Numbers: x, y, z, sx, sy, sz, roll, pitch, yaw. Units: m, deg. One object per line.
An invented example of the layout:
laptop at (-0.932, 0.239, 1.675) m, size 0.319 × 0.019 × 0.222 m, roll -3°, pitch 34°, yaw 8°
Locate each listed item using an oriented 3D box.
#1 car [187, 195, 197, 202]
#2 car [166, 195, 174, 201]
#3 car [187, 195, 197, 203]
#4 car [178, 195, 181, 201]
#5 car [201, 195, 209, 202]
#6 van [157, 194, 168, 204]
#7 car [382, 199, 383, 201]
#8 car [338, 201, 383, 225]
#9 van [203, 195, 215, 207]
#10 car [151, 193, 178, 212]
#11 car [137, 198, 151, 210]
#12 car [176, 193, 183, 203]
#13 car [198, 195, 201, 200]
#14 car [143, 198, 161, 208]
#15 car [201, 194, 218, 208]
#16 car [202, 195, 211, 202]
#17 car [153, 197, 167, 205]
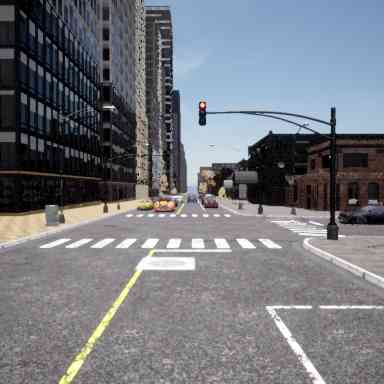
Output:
car at (0.019, 1.430, 78.857) m, size 2.128 × 1.511 × 4.902 m, roll 0°, pitch 0°, yaw 0°
car at (-5.648, 1.509, 86.909) m, size 1.752 × 1.417 × 4.829 m, roll -1°, pitch 0°, yaw 0°
car at (0.016, 1.339, 70.043) m, size 2.097 × 1.767 × 4.553 m, roll 0°, pitch 0°, yaw 0°
car at (-3.083, 1.552, 49.634) m, size 1.994 × 1.385 × 4.181 m, roll 0°, pitch 0°, yaw 0°
car at (3.165, 1.488, 80.422) m, size 1.837 × 1.490 × 4.892 m, roll 0°, pitch 0°, yaw 0°
van at (-5.657, 1.327, 64.502) m, size 1.690 × 1.788 × 3.998 m, roll -1°, pitch 0°, yaw 0°
car at (16.532, 1.415, 27.221) m, size 5.009 × 1.841 × 2.192 m, roll 1°, pitch 0°, yaw 1°
car at (13.851, 1.662, 24.690) m, size 5.357 × 1.411 × 2.033 m, roll 1°, pitch 1°, yaw 2°
van at (2.688, 1.329, 53.157) m, size 1.690 × 1.788 × 3.998 m, roll -1°, pitch 0°, yaw 0°
car at (-3.089, 1.342, 37.960) m, size 2.097 × 1.767 × 4.553 m, roll 0°, pitch 0°, yaw 0°
car at (-5.830, 1.515, 41.756) m, size 1.752 × 1.417 × 4.829 m, roll -1°, pitch 0°, yaw 0°
car at (-2.999, 1.210, 68.158) m, size 2.150 × 2.045 × 5.566 m, roll 0°, pitch 0°, yaw 0°
car at (2.689, 1.302, 58.801) m, size 2.192 × 1.841 × 5.009 m, roll -1°, pitch 0°, yaw 0°
car at (-5.657, 1.555, 47.569) m, size 1.947 × 1.339 × 4.313 m, roll -1°, pitch 0°, yaw 0°
car at (2.688, 1.429, 47.513) m, size 1.967 × 1.590 × 4.097 m, roll -1°, pitch 0°, yaw 0°
car at (3.163, 1.488, 73.421) m, size 1.837 × 1.490 × 4.892 m, roll 0°, pitch 0°, yaw 0°
car at (-5.654, 1.553, 58.859) m, size 1.947 × 1.339 × 4.313 m, roll -1°, pitch 0°, yaw 0°
